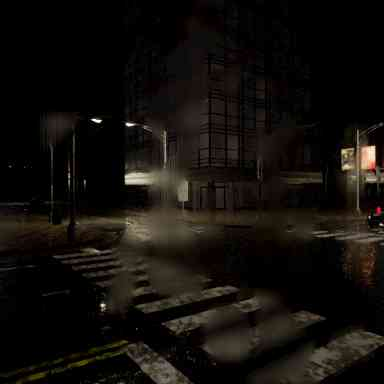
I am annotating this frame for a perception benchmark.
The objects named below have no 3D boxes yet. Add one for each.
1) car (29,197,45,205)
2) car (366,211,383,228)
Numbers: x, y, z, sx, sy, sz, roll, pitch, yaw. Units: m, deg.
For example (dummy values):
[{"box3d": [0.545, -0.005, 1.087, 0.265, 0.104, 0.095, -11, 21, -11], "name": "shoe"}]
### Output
[{"box3d": [-28.678, 1.690, 61.458, 2.033, 1.411, 5.357, 0, 0, -36], "name": "car"}, {"box3d": [12.949, 1.605, 20.809, 4.718, 1.301, 1.895, 0, 0, -35], "name": "car"}]
